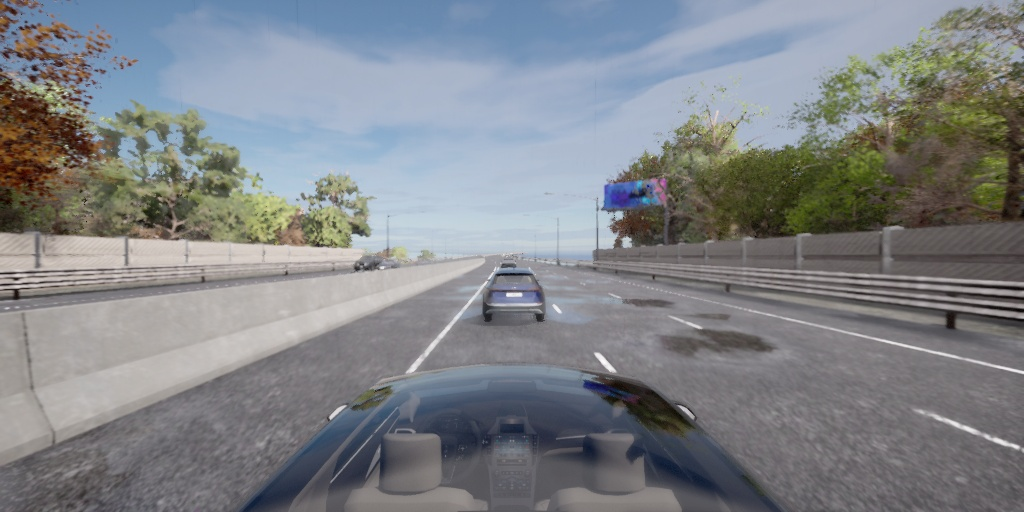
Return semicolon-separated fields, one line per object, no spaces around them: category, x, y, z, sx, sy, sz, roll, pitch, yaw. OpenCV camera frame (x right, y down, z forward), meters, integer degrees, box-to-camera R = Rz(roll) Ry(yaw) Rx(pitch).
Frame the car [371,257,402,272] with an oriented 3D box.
car;-14.597;1.240;42.752;2.128;1.511;4.902;0;0;-1

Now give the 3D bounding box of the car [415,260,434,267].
car;-11.168;1.238;46.026;2.128;1.511;4.902;0;0;-1

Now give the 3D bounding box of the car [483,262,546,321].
car;0.052;1.180;12.533;2.033;1.649;4.856;0;0;0

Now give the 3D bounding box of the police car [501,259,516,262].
police car;-0.434;1.168;43.884;1.930;1.638;5.238;0;0;-1

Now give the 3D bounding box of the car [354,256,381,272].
car;-18.162;0.972;45.849;2.150;2.045;5.566;0;0;-1
